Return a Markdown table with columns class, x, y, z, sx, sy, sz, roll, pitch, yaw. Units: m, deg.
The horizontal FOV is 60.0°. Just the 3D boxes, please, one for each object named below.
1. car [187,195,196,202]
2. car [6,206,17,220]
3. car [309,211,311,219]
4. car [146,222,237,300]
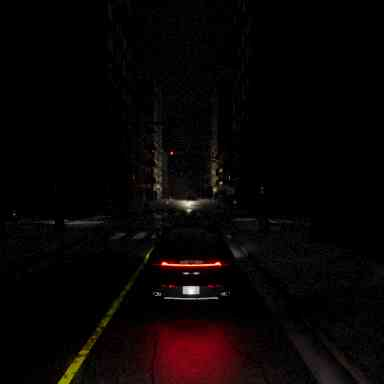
| class | x | y | z | sx | sy | sz | roll | pitch | yaw |
| --- | --- | --- | --- | --- | --- | --- | --- | --- | --- |
| car | -0.174 | 1.492 | 82.408 | 2.097 | 1.767 | 4.553 | 0 | 0 | 0 |
| car | -15.269 | 1.312 | 24.049 | 4.902 | 1.511 | 2.128 | 1 | 0 | 1 |
| car | 12.298 | 1.722 | 27.511 | 5.008 | 1.535 | 1.882 | 1 | 0 | -1 |
| car | -0.017 | 1.506 | 8.357 | 1.837 | 1.490 | 4.892 | 0 | 0 | 0 |
